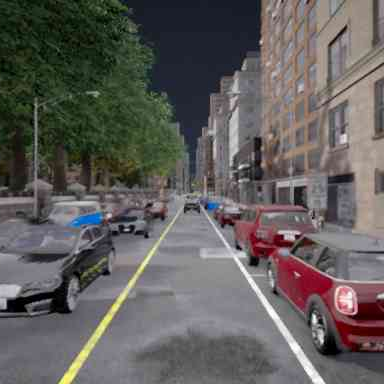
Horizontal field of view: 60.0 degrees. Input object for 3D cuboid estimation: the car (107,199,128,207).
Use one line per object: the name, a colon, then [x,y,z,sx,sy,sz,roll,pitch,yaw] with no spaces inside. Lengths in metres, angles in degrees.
car: [-5.856,1.489,22.365,1.967,1.590,4.097,0,0,0]

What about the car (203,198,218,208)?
car: [2.669,1.674,49.390,1.947,1.339,4.313,0,0,0]

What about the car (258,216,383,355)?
car: [2.670,1.452,6.125,1.967,1.590,4.097,0,0,0]

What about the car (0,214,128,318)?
car: [-3.096,1.507,7.701,2.128,1.511,4.902,0,0,0]

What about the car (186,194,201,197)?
car: [0.002,1.328,47.812,2.150,2.045,5.566,0,0,0]

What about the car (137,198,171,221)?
car: [-3.086,1.539,27.966,1.882,1.535,5.008,0,0,0]

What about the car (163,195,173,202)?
car: [-5.856,1.618,81.845,1.967,1.590,4.097,0,0,0]

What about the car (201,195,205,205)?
car: [2.670,1.411,43.983,2.192,1.841,5.009,0,0,0]

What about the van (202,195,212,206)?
van: [2.670,1.473,60.207,1.690,1.788,3.998,0,0,0]

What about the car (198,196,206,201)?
car: [2.670,1.733,87.249,1.887,1.381,4.507,0,0,0]

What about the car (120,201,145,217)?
car: [-5.856,1.655,33.179,1.802,1.307,4.206,0,0,0]

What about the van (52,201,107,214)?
van: [-5.855,1.378,16.957,1.690,1.788,3.998,0,0,0]

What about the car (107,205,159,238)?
car: [-3.104,1.602,17.717,1.994,1.385,4.181,0,0,-1]

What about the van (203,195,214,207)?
van: [2.670,1.461,54.799,1.690,1.788,3.998,0,0,0]

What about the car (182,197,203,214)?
car: [0.001,1.586,37.137,1.837,1.490,4.892,0,0,0]

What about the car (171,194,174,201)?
car: [-5.856,1.718,76.438,2.008,1.369,4.403,0,0,0]

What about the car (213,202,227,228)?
car: [2.670,1.593,22.349,1.887,1.381,4.507,0,0,0]

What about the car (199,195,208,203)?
car: [2.670,1.607,76.432,1.967,1.590,4.097,0,0,0]

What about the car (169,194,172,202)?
car: [-5.856,1.701,71.030,1.887,1.381,4.507,0,0,0]

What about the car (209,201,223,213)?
car: [2.670,1.642,27.758,1.802,1.307,4.206,0,0,0]

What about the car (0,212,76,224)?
car: [-5.856,1.590,11.550,1.947,1.339,4.313,0,0,0]

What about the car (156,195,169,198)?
car: [-5.855,1.448,60.216,2.192,1.841,5.009,0,0,0]

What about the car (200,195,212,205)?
car: [2.670,1.459,65.616,2.192,1.841,5.009,0,0,0]

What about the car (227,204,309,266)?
car: [2.670,1.339,11.533,2.192,1.841,5.009,0,0,0]

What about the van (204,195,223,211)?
van: [2.670,1.425,38.574,1.690,1.788,3.998,0,0,0]

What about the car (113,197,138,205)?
car: [-5.855,1.376,27.772,2.192,1.841,5.009,0,0,0]

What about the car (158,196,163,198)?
car: [-5.856,1.660,49.401,2.008,1.369,4.403,0,0,0]

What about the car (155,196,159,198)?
car: [-5.856,1.642,43.994,1.887,1.381,4.507,0,0,0]

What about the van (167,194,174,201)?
van: [-5.855,1.541,92.660,1.690,1.788,3.998,0,0,0]
